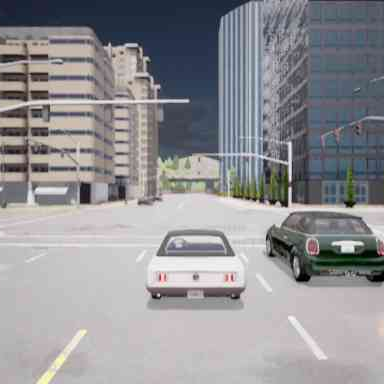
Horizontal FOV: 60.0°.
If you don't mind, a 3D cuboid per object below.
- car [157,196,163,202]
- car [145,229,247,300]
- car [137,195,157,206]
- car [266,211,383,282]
[{"bbox_3d":[-6.931,1.344,66.322,1.895,1.301,4.718,0,0,1],"label":"car"},{"bbox_3d":[0.086,1.568,8.286,1.895,1.301,4.718,0,0,0],"label":"car"},{"bbox_3d":[-7.018,1.352,50.265,2.033,1.411,5.357,0,0,0],"label":"car"},{"bbox_3d":[3.594,1.314,9.775,2.097,1.767,4.553,0,0,0],"label":"car"}]
